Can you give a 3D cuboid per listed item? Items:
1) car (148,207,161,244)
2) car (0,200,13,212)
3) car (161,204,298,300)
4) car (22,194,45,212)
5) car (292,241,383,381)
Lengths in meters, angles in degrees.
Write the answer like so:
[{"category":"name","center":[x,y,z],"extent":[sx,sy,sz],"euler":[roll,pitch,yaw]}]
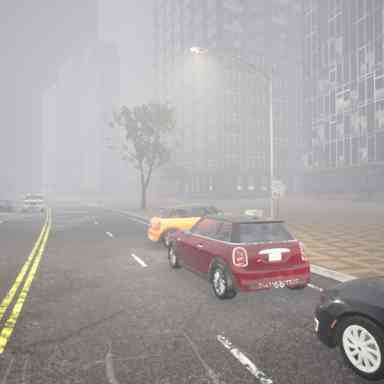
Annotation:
[{"category":"car","center":[0.438,1.276,14.355],"extent":[4.553,1.767,2.097],"euler":[-3,1,-18]},{"category":"car","center":[-21.680,1.602,38.052],"extent":[1.994,1.385,4.181],"euler":[0,0,-24]},{"category":"car","center":[0.912,1.355,8.800],"extent":[2.097,1.767,4.553],"euler":[0,0,-22]},{"category":"car","center":[-18.696,1.262,39.340],"extent":[2.150,2.045,5.566],"euler":[0,0,-24]},{"category":"car","center":[3.632,1.505,3.322],"extent":[1.837,1.490,4.892],"euler":[0,0,-35]}]
